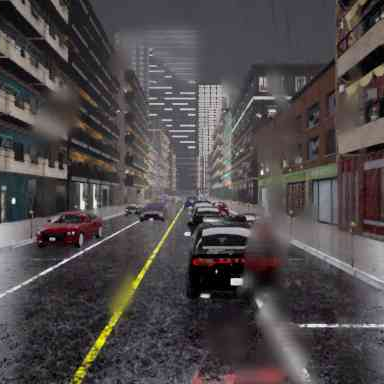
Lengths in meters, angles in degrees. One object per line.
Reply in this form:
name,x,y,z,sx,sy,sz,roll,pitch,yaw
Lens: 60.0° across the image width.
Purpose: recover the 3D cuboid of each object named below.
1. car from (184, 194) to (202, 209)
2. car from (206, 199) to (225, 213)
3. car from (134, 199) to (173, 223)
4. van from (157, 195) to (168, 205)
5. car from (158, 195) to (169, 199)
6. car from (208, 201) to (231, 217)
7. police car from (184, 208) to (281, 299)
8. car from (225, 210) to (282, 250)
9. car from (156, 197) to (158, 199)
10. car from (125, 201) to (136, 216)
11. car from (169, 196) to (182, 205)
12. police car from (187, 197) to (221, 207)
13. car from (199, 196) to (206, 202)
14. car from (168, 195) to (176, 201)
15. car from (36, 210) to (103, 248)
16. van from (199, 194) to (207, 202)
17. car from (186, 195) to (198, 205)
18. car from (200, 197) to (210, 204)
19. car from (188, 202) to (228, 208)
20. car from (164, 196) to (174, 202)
car,0.024,1.382,46.106,2.097,1.767,4.553,0,0,0
car,2.581,1.567,37.667,1.887,1.381,4.507,1,0,0
car,-2.845,1.559,25.990,2.033,1.411,5.357,0,0,0
van,-5.293,1.391,60.416,1.690,1.788,3.998,1,0,0
car,-5.296,1.586,54.727,1.887,1.381,4.507,1,0,0
car,2.579,1.599,31.977,1.802,1.307,4.206,1,0,0
police car,0.827,1.427,8.629,1.930,1.638,5.238,0,0,0
car,2.575,1.587,14.907,1.802,1.307,4.206,1,0,0
car,-5.299,1.547,37.488,1.752,1.417,4.829,1,0,0
car,-5.301,1.568,31.967,2.008,1.369,4.403,1,0,0
car,-2.736,1.540,59.841,2.128,1.511,4.902,0,0,0
police car,0.831,1.436,24.630,1.930,1.638,5.238,0,0,0
car,2.591,1.620,83.353,1.752,1.417,4.829,0,0,0
car,-5.288,1.652,88.866,1.887,1.381,4.507,0,0,0
car,-5.304,1.550,14.897,1.887,1.381,4.507,1,0,0
van,2.591,1.423,77.494,1.690,1.788,3.998,0,0,0
car,0.014,1.400,59.545,2.097,1.767,4.553,0,0,0
car,2.586,1.641,66.114,1.802,1.307,4.206,0,0,0
car,0.829,1.512,18.521,1.837,1.490,4.892,0,0,0
car,-5.291,1.627,77.486,1.887,1.381,4.507,0,0,0
